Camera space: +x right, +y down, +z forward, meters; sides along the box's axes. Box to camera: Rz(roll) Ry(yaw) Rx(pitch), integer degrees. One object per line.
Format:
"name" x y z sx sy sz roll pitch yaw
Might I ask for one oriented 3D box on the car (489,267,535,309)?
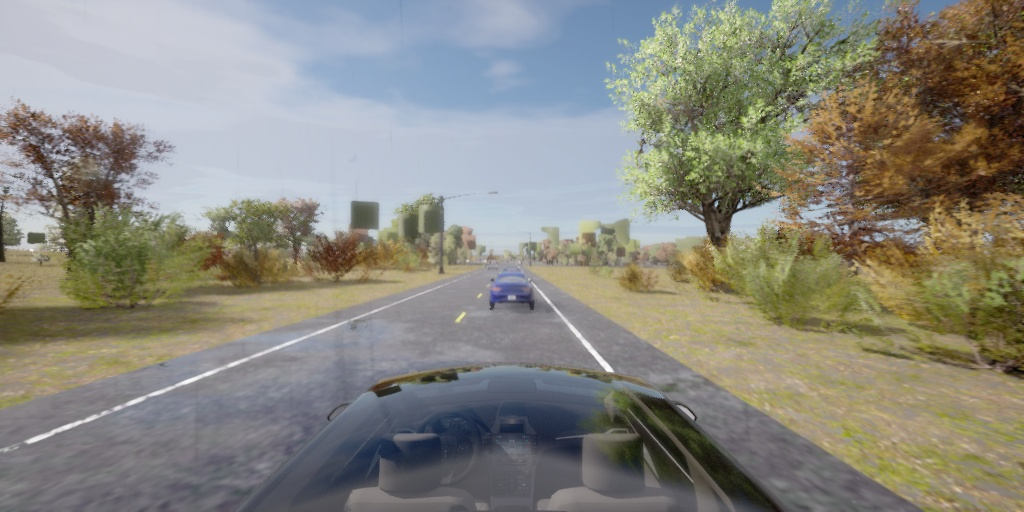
"car" 0.011 1.413 15.747 1.812 1.442 4.674 0 0 0
